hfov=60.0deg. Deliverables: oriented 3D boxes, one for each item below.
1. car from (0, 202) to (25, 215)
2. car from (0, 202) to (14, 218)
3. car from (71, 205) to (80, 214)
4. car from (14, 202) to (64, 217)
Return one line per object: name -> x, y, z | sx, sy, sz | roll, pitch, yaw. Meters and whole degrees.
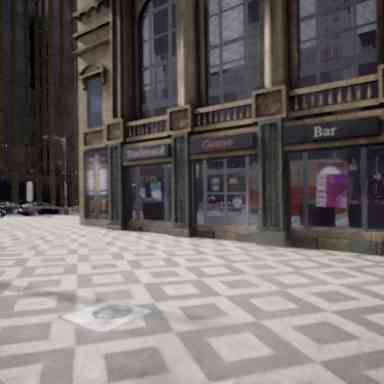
car -> -21.255, 1.793, 36.849 | 2.008, 1.369, 4.403 | -2, -1, 35
car -> -17.595, 1.621, 27.271 | 2.008, 1.369, 4.403 | -2, -1, 35
car -> -10.943, 1.641, 36.661 | 1.752, 1.417, 4.829 | -2, -1, 35
car -> -14.317, 1.656, 31.898 | 1.947, 1.339, 4.313 | -2, -1, 35
